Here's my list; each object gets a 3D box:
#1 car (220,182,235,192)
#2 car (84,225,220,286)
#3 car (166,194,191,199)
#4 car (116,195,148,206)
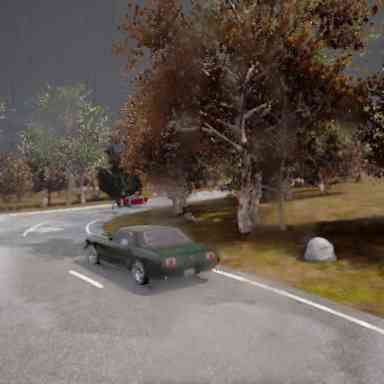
[{"bbox_3d":[7.753,-1.251,66.548,2.150,2.045,5.566,0,4,40],"label":"car"},{"bbox_3d":[-1.444,1.627,9.644,1.895,1.301,4.718,0,0,-39],"label":"car"},{"bbox_3d":[-2.140,0.310,53.712,1.837,1.490,4.892,0,5,35],"label":"car"},{"bbox_3d":[-8.030,1.139,44.478,1.895,1.301,4.718,0,3,30],"label":"car"}]
